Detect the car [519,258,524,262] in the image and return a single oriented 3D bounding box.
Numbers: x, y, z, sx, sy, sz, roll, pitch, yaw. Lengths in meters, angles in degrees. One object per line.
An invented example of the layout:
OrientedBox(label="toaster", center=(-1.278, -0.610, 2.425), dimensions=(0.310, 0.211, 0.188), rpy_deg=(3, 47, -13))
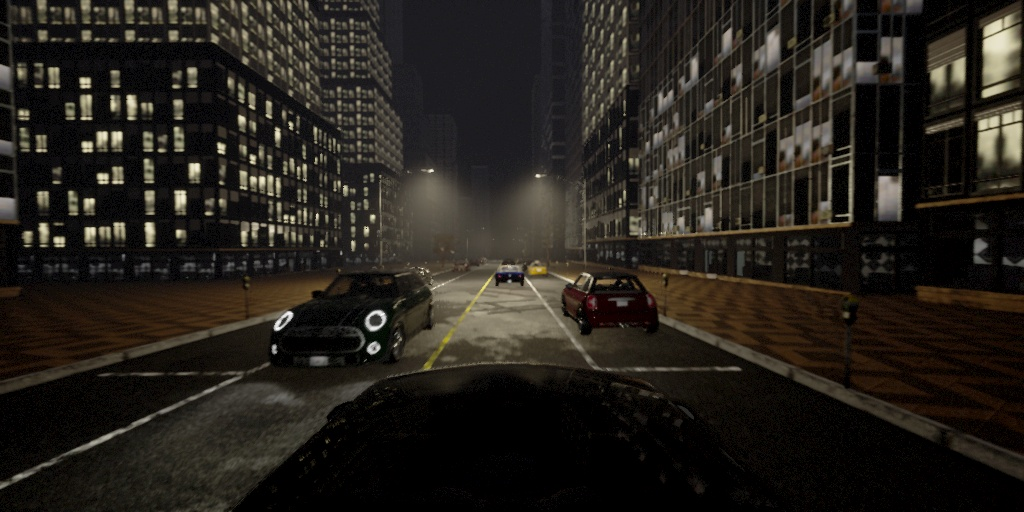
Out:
OrientedBox(label="car", center=(2.199, 1.176, 44.196), dimensions=(1.948, 1.339, 4.313), rpy_deg=(0, 0, -1))

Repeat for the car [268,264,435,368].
OrientedBox(label="car", center=(-3.152, 1.099, 8.035), dimensions=(2.097, 1.767, 4.553), rpy_deg=(0, 0, -1))

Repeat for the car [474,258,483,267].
OrientedBox(label="car", center=(-6.388, 1.162, 60.967), dimensions=(1.888, 1.381, 4.507), rpy_deg=(0, 0, -1))

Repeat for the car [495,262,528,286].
OrientedBox(label="car", center=(-0.164, 1.280, 24.511), dimensions=(1.895, 1.301, 4.718), rpy_deg=(0, 0, -1))

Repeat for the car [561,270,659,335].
OrientedBox(label="car", center=(2.611, 1.147, 10.450), dimensions=(1.967, 1.591, 4.097), rpy_deg=(0, 0, -1))

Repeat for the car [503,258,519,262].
OrientedBox(label="car", center=(-0.438, 1.124, 46.912), dimensions=(1.837, 1.490, 4.892), rpy_deg=(0, 0, -1))

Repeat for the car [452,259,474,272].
OrientedBox(label="car", center=(-6.182, 1.098, 44.094), dimensions=(1.967, 1.591, 4.097), rpy_deg=(0, 0, -1))

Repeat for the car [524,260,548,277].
OrientedBox(label="car", center=(2.335, 1.166, 33.119), dimensions=(1.751, 1.417, 4.829), rpy_deg=(0, 0, -1))
